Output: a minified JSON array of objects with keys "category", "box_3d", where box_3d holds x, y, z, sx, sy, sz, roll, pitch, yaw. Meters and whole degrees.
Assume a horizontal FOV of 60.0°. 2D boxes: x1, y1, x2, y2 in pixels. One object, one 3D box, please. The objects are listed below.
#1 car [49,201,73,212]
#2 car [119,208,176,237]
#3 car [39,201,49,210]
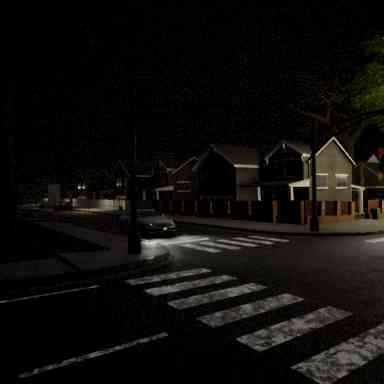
[{"category":"car","box_3d":[-18.255,1.984,47.013,2.128,1.511,4.902,-1,0,-34]},{"category":"car","box_3d":[-2.792,1.718,19.750,1.812,1.442,4.674,-1,0,-35]},{"category":"car","box_3d":[-24.231,2.186,55.542,1.994,1.385,4.181,-1,0,-35]}]
